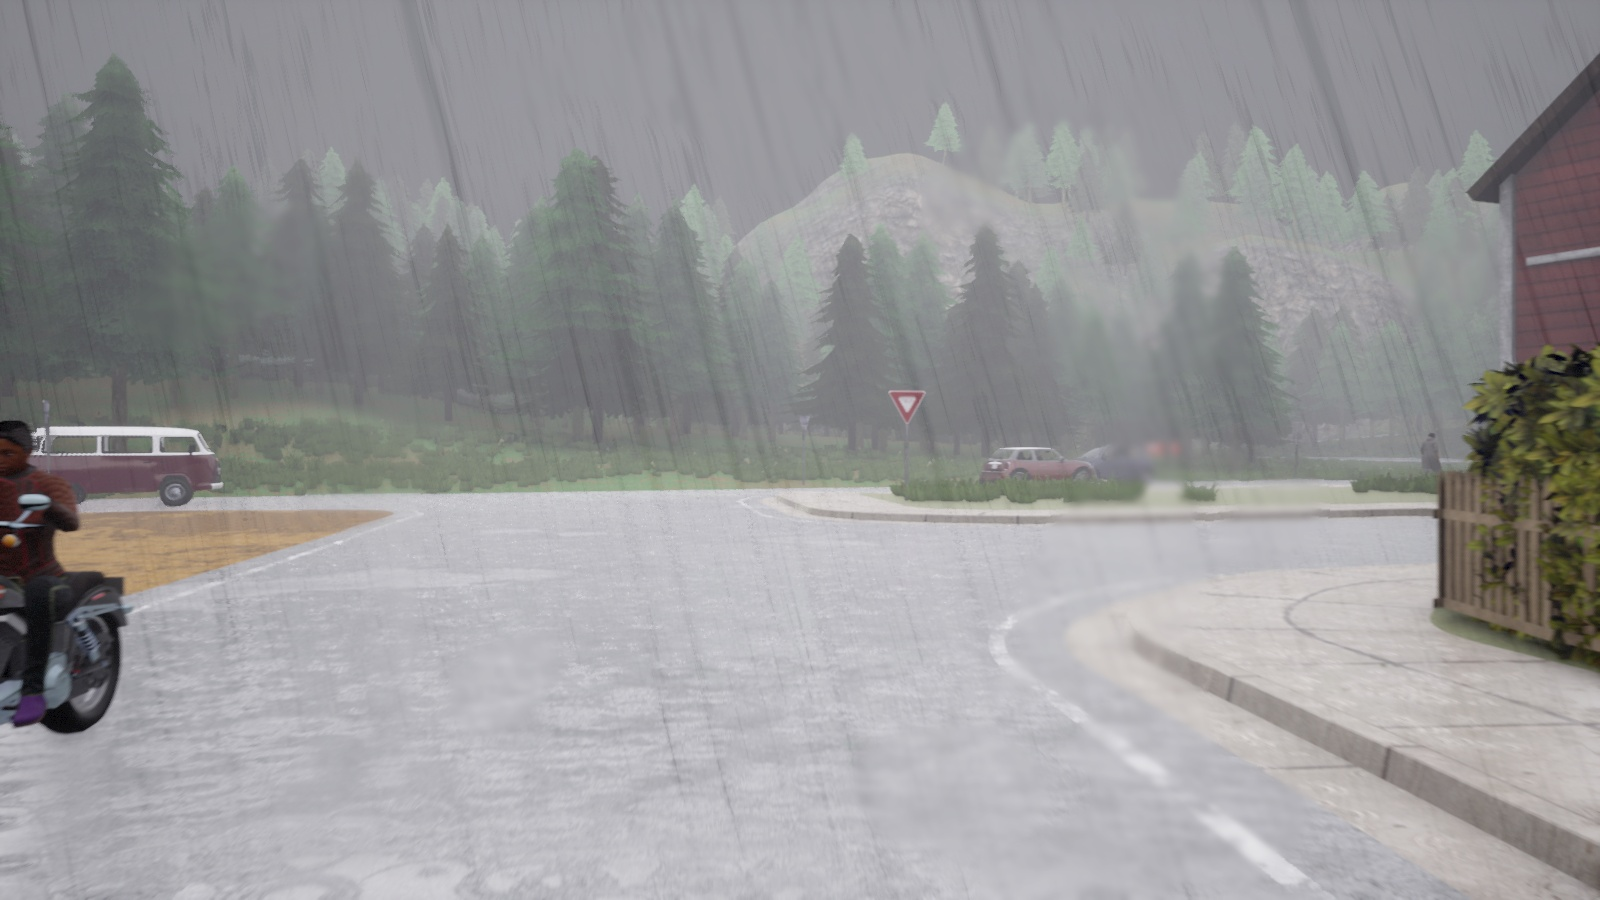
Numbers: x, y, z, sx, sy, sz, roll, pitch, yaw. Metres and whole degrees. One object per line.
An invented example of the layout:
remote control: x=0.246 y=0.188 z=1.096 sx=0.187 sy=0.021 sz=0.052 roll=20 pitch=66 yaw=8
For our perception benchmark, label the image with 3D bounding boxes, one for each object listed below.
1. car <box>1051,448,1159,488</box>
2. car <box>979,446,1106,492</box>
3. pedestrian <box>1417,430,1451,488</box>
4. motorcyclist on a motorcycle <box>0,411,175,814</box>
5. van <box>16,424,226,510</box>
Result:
car: x=11.638 y=0.658 z=47.935 sx=3.633 sy=1.501 sz=1.845 roll=0 pitch=0 yaw=-23
car: x=8.224 y=0.618 z=42.637 sx=3.806 sy=1.475 sz=1.970 roll=0 pitch=0 yaw=-24
pedestrian: x=21.659 y=0.316 z=42.898 sx=0.873 sy=1.952 sz=0.659 roll=0 pitch=0 yaw=-29
motorcyclist on a motorcycle: x=-3.696 y=0.662 z=5.626 sx=0.766 sy=1.649 sz=2.350 roll=0 pitch=1 yaw=-4
van: x=-16.998 y=0.386 z=31.710 sx=4.480 sy=2.038 sz=2.069 roll=0 pitch=0 yaw=-23
